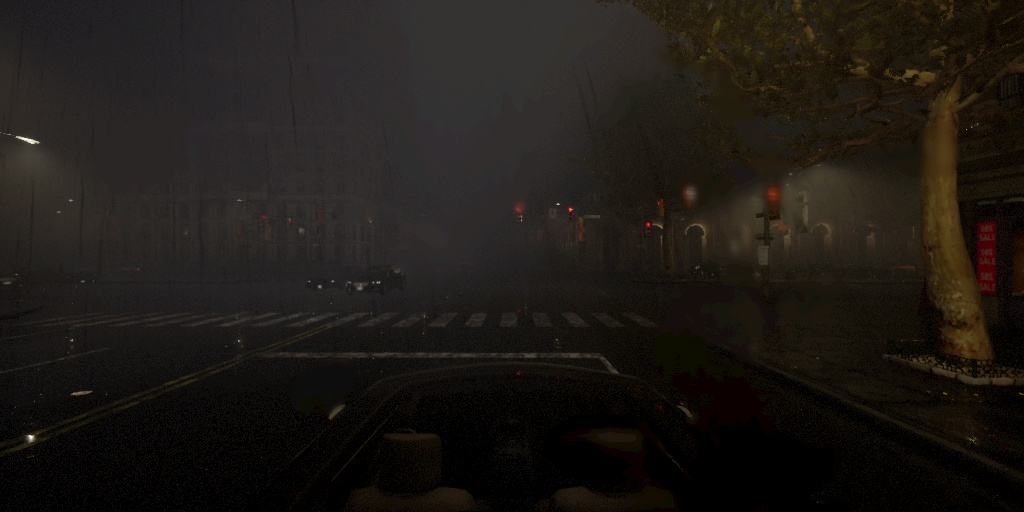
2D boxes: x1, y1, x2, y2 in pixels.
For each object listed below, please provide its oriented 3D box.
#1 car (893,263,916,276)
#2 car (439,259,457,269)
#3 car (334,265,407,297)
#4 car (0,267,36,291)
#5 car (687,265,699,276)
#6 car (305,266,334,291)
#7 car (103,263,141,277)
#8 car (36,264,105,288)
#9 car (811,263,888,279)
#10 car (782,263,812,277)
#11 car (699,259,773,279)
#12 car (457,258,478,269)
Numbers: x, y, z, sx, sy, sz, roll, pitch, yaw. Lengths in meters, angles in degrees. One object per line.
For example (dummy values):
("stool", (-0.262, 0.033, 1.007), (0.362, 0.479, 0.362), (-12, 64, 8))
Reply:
("car", (39.859, 1.228, 34.536), (5.008, 1.535, 1.882), (0, 0, 1))
("car", (-10.409, 1.276, 57.146), (1.812, 1.442, 4.674), (0, 0, 0))
("car", (-7.048, 1.241, 19.077), (2.128, 1.511, 4.902), (0, 0, 0))
("car", (-30.499, 1.242, 19.988), (4.902, 1.511, 2.128), (0, 0, 1))
("car", (19.456, 1.102, 34.733), (4.553, 1.767, 2.097), (0, 0, 0))
("car", (-10.539, 1.297, 22.328), (2.033, 1.411, 5.357), (0, 0, 0))
("car", (-39.676, 1.351, 35.252), (4.718, 1.301, 1.895), (0, 0, 1))
("car", (-30.277, 1.351, 23.485), (4.718, 1.301, 1.895), (0, 0, 1))
("car", (29.383, 1.351, 31.142), (4.718, 1.301, 1.895), (0, 0, 1))
("car", (29.396, 1.351, 34.642), (4.718, 1.301, 1.895), (0, 0, 1))
("car", (19.436, 1.255, 31.231), (4.892, 1.490, 1.837), (0, 0, 1))
("car", (-6.915, 1.351, 56.613), (1.895, 1.301, 4.718), (0, 0, 0))
